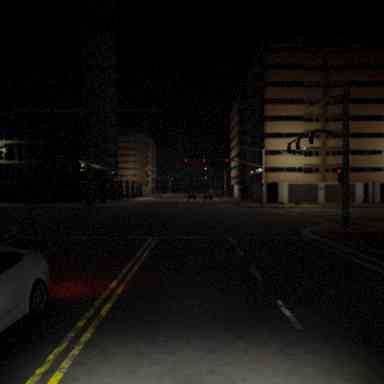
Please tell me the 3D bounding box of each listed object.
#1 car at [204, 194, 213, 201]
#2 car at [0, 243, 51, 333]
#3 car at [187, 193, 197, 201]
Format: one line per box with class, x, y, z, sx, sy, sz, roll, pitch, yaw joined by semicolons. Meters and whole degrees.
car;3.490;1.050;71.214;1.812;1.442;4.674;0;0;0
car;-3.577;1.503;4.565;1.812;1.442;4.674;0;1;0
car;-0.010;1.051;71.214;2.128;1.511;4.902;0;0;0
